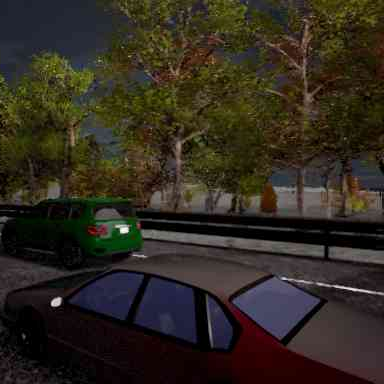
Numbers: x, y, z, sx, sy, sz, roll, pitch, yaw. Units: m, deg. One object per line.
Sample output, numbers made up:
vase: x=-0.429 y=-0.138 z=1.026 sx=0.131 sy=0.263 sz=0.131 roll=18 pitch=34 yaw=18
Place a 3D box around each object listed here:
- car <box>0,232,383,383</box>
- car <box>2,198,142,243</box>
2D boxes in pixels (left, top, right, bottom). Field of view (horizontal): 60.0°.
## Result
car: x=-0.279 y=1.545 z=4.193 sx=5.357 sy=1.411 sz=2.033 roll=0 pitch=0 yaw=36
car: x=-4.159 y=1.210 z=11.264 sx=5.566 sy=2.045 sz=2.150 roll=0 pitch=0 yaw=36
